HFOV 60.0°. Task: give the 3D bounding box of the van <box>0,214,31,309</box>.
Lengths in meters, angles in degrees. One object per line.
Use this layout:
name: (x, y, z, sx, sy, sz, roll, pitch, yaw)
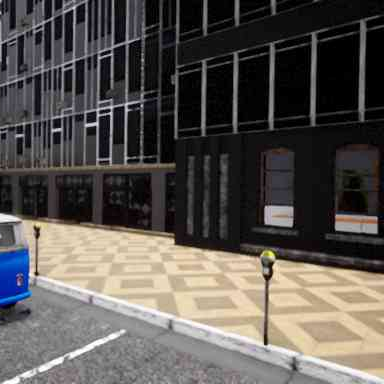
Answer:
van: (-4.721, 1.225, 6.255, 3.998, 1.788, 1.690, 1, 1, 36)
